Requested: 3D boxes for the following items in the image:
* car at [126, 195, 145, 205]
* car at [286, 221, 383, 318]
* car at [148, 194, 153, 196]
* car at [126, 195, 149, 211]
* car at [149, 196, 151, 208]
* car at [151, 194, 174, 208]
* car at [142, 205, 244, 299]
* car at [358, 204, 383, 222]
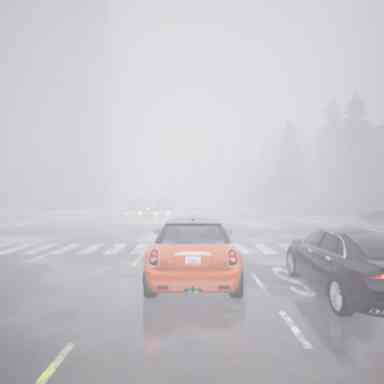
[{"bbox_3d":[-11.655,1.609,68.292,2.097,1.767,4.553,0,0,-32],"label":"car"},{"bbox_3d":[3.553,1.532,7.494,1.837,1.490,4.892,0,0,0],"label":"car"},{"bbox_3d":[-7.793,1.482,68.719,2.150,2.045,5.566,0,0,-28],"label":"car"},{"bbox_3d":[-7.298,1.518,43.731,2.097,1.767,4.553,0,0,0],"label":"car"},{"bbox_3d":[-7.531,1.764,52.946,1.994,1.385,4.181,0,0,-3],"label":"car"},{"bbox_3d":[-3.796,1.516,43.614,2.097,1.767,4.553,0,0,-1],"label":"car"},{"bbox_3d":[0.023,1.384,8.715,2.097,1.767,4.553,0,0,0],"label":"car"},{"bbox_3d":[16.321,1.679,27.657,4.674,1.442,1.812,0,0,0],"label":"car"}]
